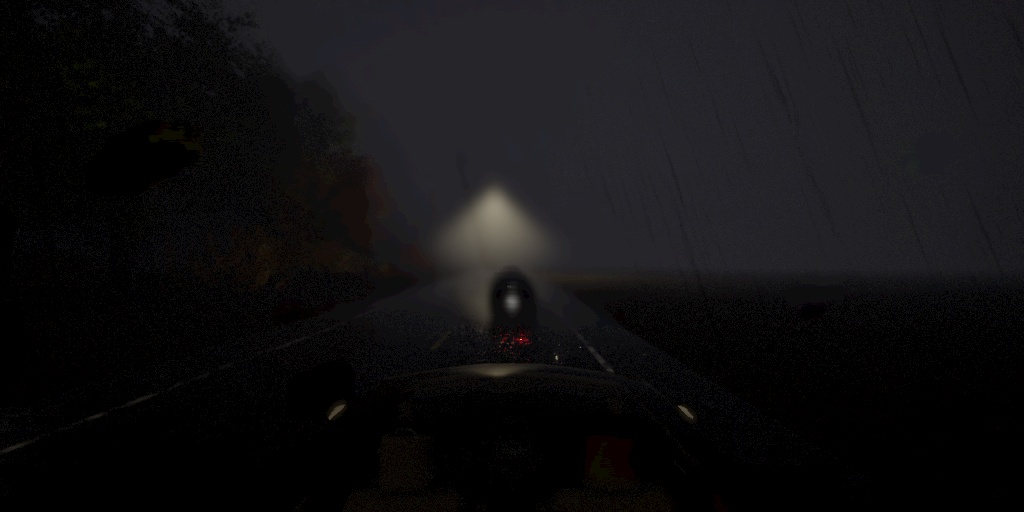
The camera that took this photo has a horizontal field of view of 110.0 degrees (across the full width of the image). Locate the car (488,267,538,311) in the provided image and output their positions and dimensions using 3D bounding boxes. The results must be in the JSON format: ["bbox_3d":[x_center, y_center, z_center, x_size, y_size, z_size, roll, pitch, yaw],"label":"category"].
[{"bbox_3d":[0.032,1.402,15.335,1.837,1.490,4.892,0,0,1],"label":"car"}]
